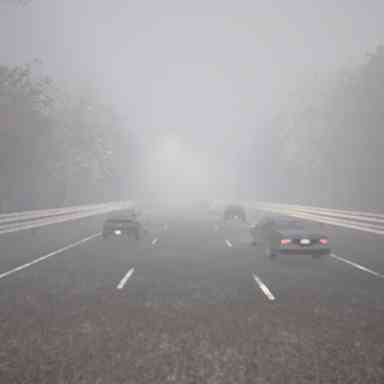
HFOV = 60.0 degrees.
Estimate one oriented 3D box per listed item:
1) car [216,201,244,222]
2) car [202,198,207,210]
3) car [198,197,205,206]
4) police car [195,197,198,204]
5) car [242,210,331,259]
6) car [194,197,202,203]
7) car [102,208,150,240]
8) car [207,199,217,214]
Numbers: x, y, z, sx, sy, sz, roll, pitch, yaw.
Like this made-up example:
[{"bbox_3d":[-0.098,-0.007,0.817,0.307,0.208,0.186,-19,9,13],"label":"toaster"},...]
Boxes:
[{"bbox_3d":[3.420,1.734,28.413,1.837,1.490,4.892,0,0,-1],"label":"car"},{"bbox_3d":[2.959,2.003,51.345,1.895,1.301,4.718,0,0,-1],"label":"car"},{"bbox_3d":[2.709,1.988,62.380,2.163,1.488,4.792,0,0,-1],"label":"car"},{"bbox_3d":[2.412,1.991,73.494,1.930,1.638,5.238,0,0,-2],"label":"police car"},{"bbox_3d":[3.564,1.654,13.141,2.033,1.411,5.357,0,-1,-1],"label":"car"},{"bbox_3d":[1.683,2.153,95.446,2.033,1.649,4.856,0,0,-2],"label":"car"},{"bbox_3d":[-3.480,1.652,17.988,1.837,1.490,4.892,0,0,0],"label":"car"},{"bbox_3d":[3.163,1.845,40.280,1.812,1.442,4.674,0,0,-1],"label":"car"}]
